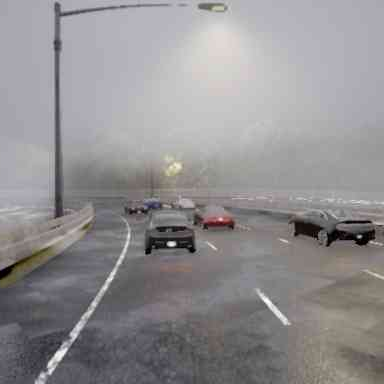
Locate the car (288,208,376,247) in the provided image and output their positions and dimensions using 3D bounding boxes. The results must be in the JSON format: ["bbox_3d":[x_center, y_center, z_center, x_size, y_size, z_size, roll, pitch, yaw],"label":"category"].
[{"bbox_3d":[5.906,1.439,14.733,2.128,1.511,4.902,0,0,-8],"label":"car"}]

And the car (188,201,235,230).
[{"bbox_3d":[1.271,1.543,21.298,1.994,1.385,4.181,0,0,-11],"label":"car"}]

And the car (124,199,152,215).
[{"bbox_3d":[-5.788,1.630,34.072,1.895,1.301,4.718,0,0,-19],"label":"car"}]

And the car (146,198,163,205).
[{"bbox_3d":[-5.217,1.498,42.300,1.882,1.535,5.008,0,0,-23],"label":"car"}]

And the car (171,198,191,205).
[{"bbox_3d":[-1.149,1.514,41.576,1.812,1.442,4.674,0,0,-22],"label":"car"}]

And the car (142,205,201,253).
[{"bbox_3d":[-1.003,1.508,13.736,1.837,1.490,4.892,0,1,-7],"label":"car"}]
